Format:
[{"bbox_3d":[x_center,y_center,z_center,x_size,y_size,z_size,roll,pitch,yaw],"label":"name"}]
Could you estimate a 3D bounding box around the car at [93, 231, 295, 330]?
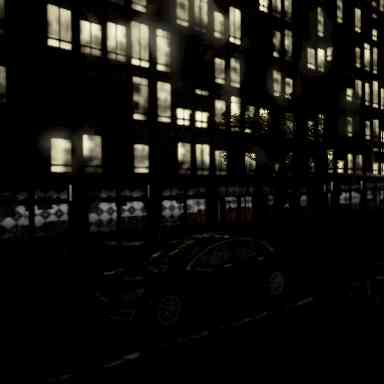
[{"bbox_3d":[0.249,1.525,6.749,4.403,1.369,2.008,0,0,-36],"label":"car"}]
